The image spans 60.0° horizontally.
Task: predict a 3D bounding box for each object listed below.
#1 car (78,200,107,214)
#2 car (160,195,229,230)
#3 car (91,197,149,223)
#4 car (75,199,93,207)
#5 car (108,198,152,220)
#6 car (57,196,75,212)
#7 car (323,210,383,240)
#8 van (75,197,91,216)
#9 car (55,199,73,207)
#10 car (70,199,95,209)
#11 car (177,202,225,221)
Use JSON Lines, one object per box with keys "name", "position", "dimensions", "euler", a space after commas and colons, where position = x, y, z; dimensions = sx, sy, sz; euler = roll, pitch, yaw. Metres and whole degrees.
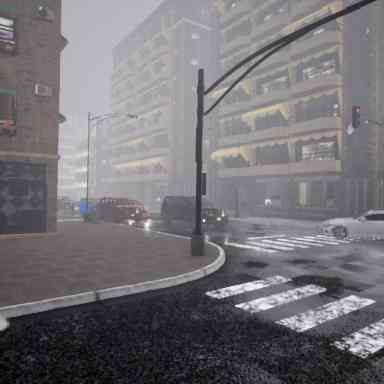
{"name": "car", "position": [-11.332, 1.657, 37.731], "dimensions": [1.994, 1.385, 4.181], "euler": [1, -1, -35]}
{"name": "car", "position": [-0.023, 1.249, 21.802], "dimensions": [2.150, 2.045, 5.566], "euler": [1, -1, -36]}
{"name": "car", "position": [-5.615, 1.309, 25.412], "dimensions": [2.192, 1.841, 5.009], "euler": [1, -1, -35]}
{"name": "car", "position": [-18.587, 1.866, 57.239], "dimensions": [1.802, 1.307, 4.206], "euler": [1, -1, -35]}
{"name": "car", "position": [-5.596, 1.410, 29.647], "dimensions": [2.097, 1.767, 4.553], "euler": [1, -1, -35]}
{"name": "car", "position": [-15.310, 1.368, 39.044], "dimensions": [2.192, 1.841, 5.009], "euler": [1, -1, -35]}
{"name": "car", "position": [8.784, 1.604, 15.901], "dimensions": [4.674, 1.442, 1.812], "euler": [0, 0, 26]}
{"name": "van", "position": [-8.848, 1.354, 29.956], "dimensions": [1.690, 1.788, 3.998], "euler": [1, -1, -35]}
{"name": "car", "position": [-22.568, 1.848, 58.590], "dimensions": [1.895, 1.301, 4.718], "euler": [1, -1, -36]}
{"name": "car", "position": [-16.545, 1.752, 50.122], "dimensions": [2.033, 1.411, 5.357], "euler": [1, -1, -35]}
{"name": "car", "position": [0.703, 1.685, 30.116], "dimensions": [1.752, 1.417, 4.829], "euler": [1, -1, -35]}
